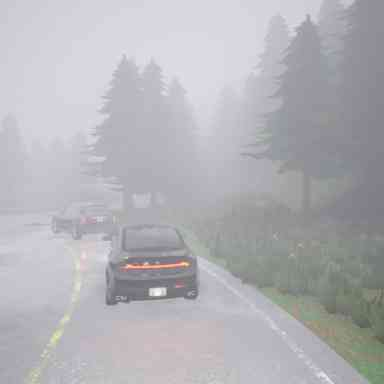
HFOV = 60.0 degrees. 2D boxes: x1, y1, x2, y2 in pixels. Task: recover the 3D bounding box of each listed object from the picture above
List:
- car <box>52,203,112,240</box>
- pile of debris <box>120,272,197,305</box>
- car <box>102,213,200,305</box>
[{"bbox_3d":[-5.709,1.352,17.415,2.097,1.767,4.553,0,0,-39],"label":"car"},{"bbox_3d":[-0.853,2.175,7.706,1.500,0.140,1.860,0,0,-14],"label":"pile of debris"},{"bbox_3d":[-1.110,1.504,8.195,1.837,1.490,4.892,0,0,-12],"label":"car"}]
